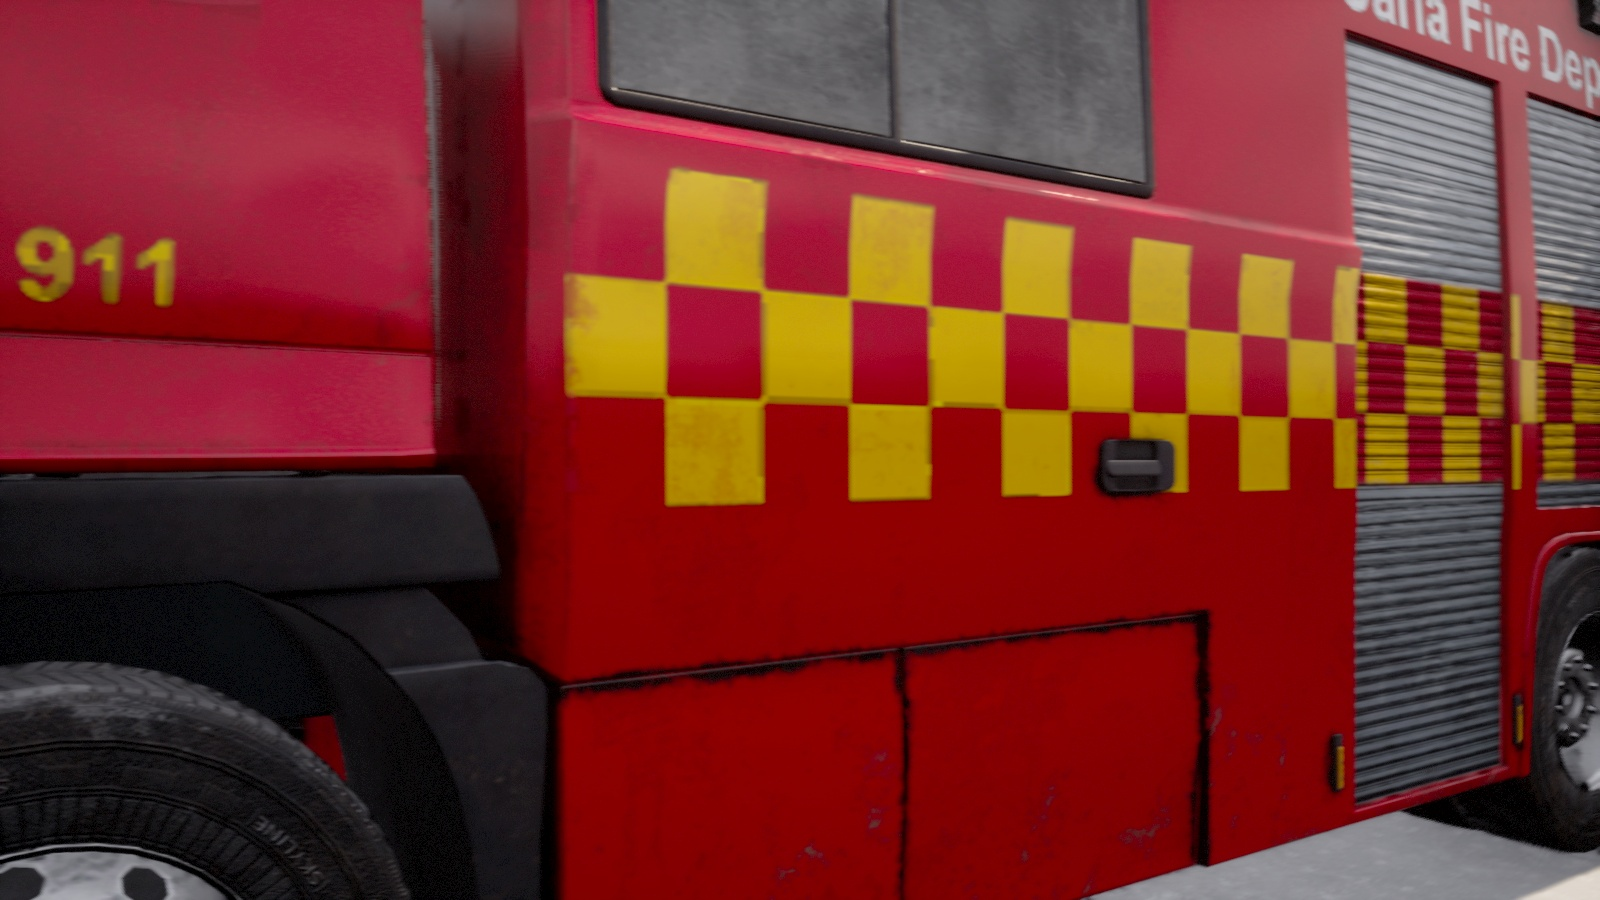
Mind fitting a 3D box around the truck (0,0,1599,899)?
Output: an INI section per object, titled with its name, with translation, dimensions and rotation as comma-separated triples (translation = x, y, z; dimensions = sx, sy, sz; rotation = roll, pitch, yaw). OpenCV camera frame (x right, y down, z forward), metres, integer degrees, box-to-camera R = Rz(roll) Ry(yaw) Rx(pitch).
[truck]
translation = -0.117, -0.409, 4.192
dimensions = 8.468, 3.827, 2.891
rotation = 0, 0, -35
